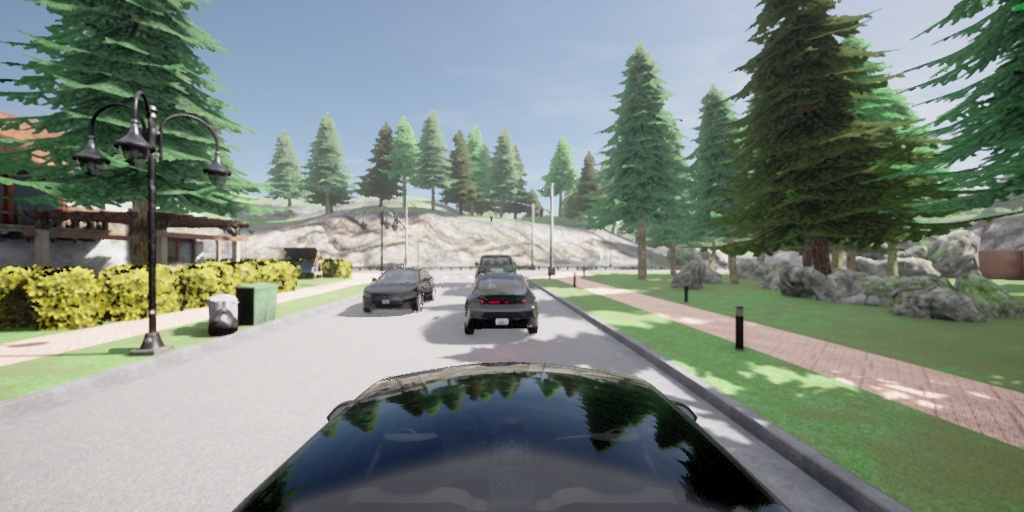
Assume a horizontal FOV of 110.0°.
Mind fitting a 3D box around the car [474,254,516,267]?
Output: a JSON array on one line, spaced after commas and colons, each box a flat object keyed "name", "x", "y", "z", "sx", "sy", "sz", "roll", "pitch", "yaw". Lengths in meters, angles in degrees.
[{"name": "car", "x": -0.917, "y": 0.918, "z": 20.120, "sx": 2.150, "sy": 2.045, "sz": 5.566, "roll": 0, "pitch": 0, "yaw": -4}]

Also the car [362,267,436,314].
[{"name": "car", "x": -4.191, "y": 1.192, "z": 13.951, "sx": 1.882, "sy": 1.535, "sz": 5.008, "roll": 0, "pitch": 0, "yaw": -4}]

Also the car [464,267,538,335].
[{"name": "car", "x": -0.343, "y": 1.229, "z": 10.502, "sx": 1.837, "sy": 1.490, "sz": 4.892, "roll": 0, "pitch": 0, "yaw": -3}]
